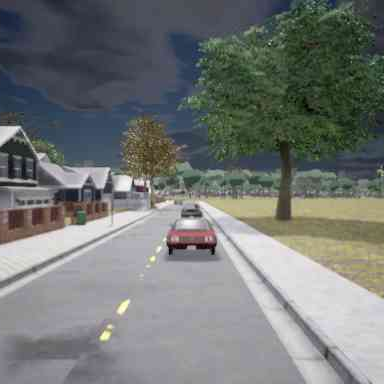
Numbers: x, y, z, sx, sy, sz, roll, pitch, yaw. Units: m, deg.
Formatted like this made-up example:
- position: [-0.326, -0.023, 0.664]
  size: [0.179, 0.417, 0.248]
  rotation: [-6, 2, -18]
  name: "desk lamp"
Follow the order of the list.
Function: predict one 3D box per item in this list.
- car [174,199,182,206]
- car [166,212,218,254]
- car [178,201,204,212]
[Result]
- position: [-2.911, 2.185, 70.994]
  size: [1.837, 1.490, 4.892]
  rotation: [0, -1, 0]
  name: "car"
- position: [-0.006, 1.733, 14.109]
  size: [1.895, 1.301, 4.718]
  rotation: [0, 0, 0]
  name: "car"
- position: [-0.013, 1.785, 29.297]
  size: [1.837, 1.490, 4.892]
  rotation: [0, 0, 0]
  name: "car"
